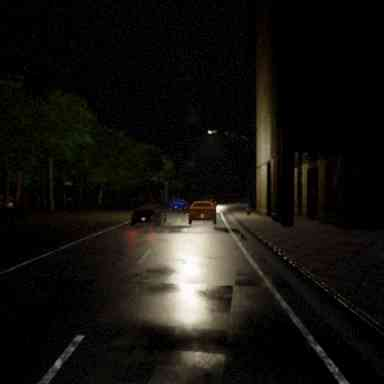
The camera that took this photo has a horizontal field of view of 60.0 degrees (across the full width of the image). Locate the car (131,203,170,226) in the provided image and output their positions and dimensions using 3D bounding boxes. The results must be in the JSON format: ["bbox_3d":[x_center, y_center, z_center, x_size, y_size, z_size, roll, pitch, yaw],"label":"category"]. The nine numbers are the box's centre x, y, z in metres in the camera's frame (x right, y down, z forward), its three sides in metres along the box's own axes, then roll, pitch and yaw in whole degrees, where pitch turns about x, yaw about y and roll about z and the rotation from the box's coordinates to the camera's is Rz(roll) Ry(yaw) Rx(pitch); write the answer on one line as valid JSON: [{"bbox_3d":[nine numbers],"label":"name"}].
[{"bbox_3d":[-2.807,1.451,22.328,1.812,1.442,4.674,0,0,3],"label":"car"}]

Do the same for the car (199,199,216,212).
[{"bbox_3d":[1.995,1.595,41.488,1.882,1.535,5.008,0,-1,5],"label":"car"}]

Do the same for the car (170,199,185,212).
[{"bbox_3d":[-1.642,1.566,40.107,1.882,1.535,5.008,0,-1,5],"label":"car"}]

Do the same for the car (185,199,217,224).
[{"bbox_3d":[0.783,1.411,24.041,1.882,1.535,5.008,0,0,3],"label":"car"}]
